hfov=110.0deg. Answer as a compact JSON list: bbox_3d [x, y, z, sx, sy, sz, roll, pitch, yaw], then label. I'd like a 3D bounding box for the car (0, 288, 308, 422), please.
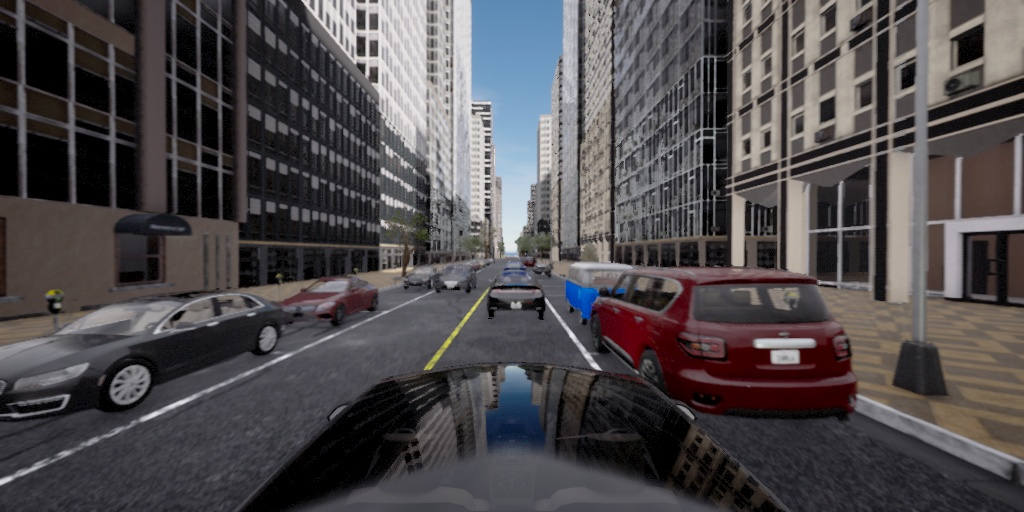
[{"bbox_3d":[-5.686,1.295,5.930,2.007,1.370,4.403,0,0,0],"label":"car"}]

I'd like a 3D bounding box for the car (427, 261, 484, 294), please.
[{"bbox_3d":[-3.031,1.256,20.286,2.128,1.511,4.902,0,0,0],"label":"car"}]

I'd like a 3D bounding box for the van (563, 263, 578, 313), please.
[{"bbox_3d":[2.714,1.106,11.587,1.690,1.789,3.998,0,0,0],"label":"van"}]

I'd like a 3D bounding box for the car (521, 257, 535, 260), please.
[{"bbox_3d":[2.861,1.126,57.056,2.192,1.841,5.009,0,0,0],"label":"car"}]

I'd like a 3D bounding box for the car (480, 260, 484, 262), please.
[{"bbox_3d":[-5.537,1.231,51.399,1.967,1.591,4.097,0,0,0],"label":"car"}]

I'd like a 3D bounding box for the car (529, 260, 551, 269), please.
[{"bbox_3d":[2.788,1.339,34.321,2.007,1.370,4.403,0,0,0],"label":"car"}]

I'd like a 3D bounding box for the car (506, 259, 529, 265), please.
[{"bbox_3d":[0.188,1.258,30.569,1.882,1.535,5.008,0,0,0],"label":"car"}]

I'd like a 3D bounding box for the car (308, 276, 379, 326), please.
[{"bbox_3d":[-5.667,1.333,11.614,1.802,1.307,4.207,0,0,0],"label":"car"}]

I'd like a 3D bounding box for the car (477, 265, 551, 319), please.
[{"bbox_3d":[0.131,1.254,12.917,2.128,1.511,4.902,0,0,0],"label":"car"}]

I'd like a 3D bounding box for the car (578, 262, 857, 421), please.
[{"bbox_3d":[2.695,1.074,5.903,2.192,1.841,5.009,0,0,0],"label":"car"}]

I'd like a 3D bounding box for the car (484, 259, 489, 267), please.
[{"bbox_3d":[-5.501,1.327,62.597,1.751,1.417,4.829,0,0,0],"label":"car"}]

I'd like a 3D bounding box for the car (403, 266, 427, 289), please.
[{"bbox_3d":[-5.630,1.313,22.981,2.007,1.370,4.403,0,0,0],"label":"car"}]
